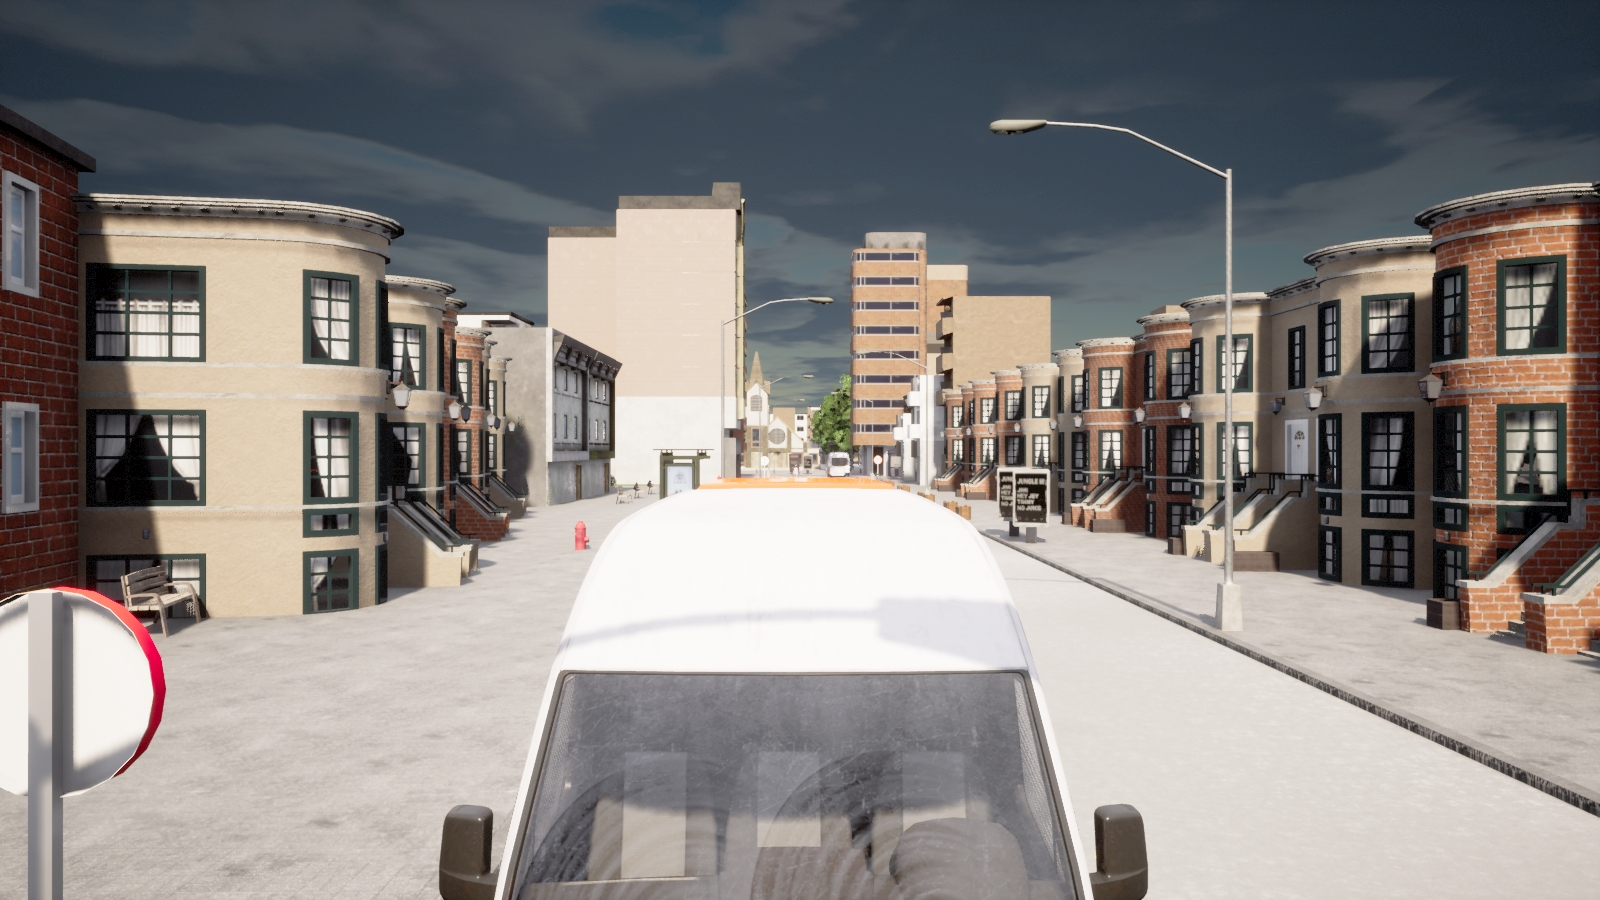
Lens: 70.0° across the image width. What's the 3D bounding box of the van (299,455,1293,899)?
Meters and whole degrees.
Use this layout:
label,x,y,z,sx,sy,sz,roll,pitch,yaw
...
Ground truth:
label,x,y,z,sx,sy,sz,roll,pitch,yaw
van,-0.019,1.314,5.243,1.988,2.561,5.915,0,0,0
